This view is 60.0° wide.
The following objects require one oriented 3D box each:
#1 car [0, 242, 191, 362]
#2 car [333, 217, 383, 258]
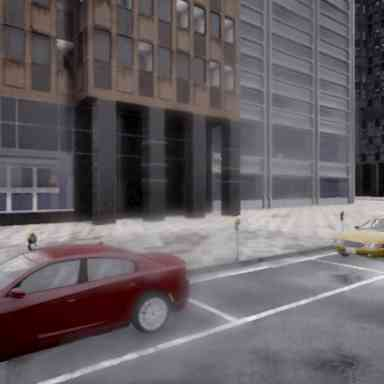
[{"bbox_3d":[-2.135,1.532,5.135,4.507,1.381,1.887,-1,1,-35],"label":"car"},{"bbox_3d":[6.752,1.432,11.413,4.829,1.417,1.752,-1,1,-35],"label":"car"}]
